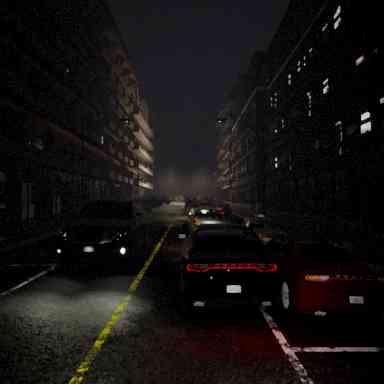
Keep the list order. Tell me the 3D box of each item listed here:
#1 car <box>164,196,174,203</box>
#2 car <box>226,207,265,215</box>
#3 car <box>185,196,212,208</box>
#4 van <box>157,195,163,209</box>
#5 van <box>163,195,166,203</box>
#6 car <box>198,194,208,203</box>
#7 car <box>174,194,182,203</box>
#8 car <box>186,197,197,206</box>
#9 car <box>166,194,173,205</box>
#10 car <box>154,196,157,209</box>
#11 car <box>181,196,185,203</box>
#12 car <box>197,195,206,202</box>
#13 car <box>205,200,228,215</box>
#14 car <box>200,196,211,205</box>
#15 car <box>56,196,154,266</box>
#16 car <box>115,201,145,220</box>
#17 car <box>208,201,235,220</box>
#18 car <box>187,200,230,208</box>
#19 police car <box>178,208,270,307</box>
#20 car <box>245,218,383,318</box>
[{"bbox_3d":[-5.449,1.774,79.368,1.947,1.339,4.313,1,0,0],"label":"car"},{"bbox_3d":[2.560,1.538,13.125,1.752,1.417,4.829,1,0,0],"label":"car"},{"bbox_3d":[0.778,1.381,24.062,2.097,1.767,4.553,0,0,0],"label":"car"},{"bbox_3d":[-5.379,1.423,46.184,1.690,1.788,3.998,2,0,0],"label":"van"},{"bbox_3d":[-5.390,1.441,51.716,1.690,1.788,3.998,1,0,0],"label":"van"},{"bbox_3d":[2.414,1.498,73.793,2.192,1.841,5.009,1,0,0],"label":"car"},{"bbox_3d":[-2.897,1.549,77.063,2.097,1.767,4.553,0,0,0],"label":"car"},{"bbox_3d":[-0.112,1.629,58.811,1.837,1.490,4.892,0,0,0],"label":"car"},{"bbox_3d":[-5.411,1.454,62.777,2.192,1.841,5.009,1,0,0],"label":"car"},{"bbox_3d":[-5.357,1.369,35.125,2.192,1.841,5.009,2,0,0],"label":"car"},{"bbox_3d":[-0.077,1.626,45.142,2.033,1.411,5.357,0,0,0],"label":"car"},{"bbox_3d":[2.389,1.675,84.856,1.967,1.590,4.097,1,0,0],"label":"car"},{"bbox_3d":[2.517,1.604,35.077,2.008,1.369,4.403,1,0,0],"label":"car"},{"bbox_3d":[2.474,1.579,62.731,1.967,1.590,4.097,1,0,0],"label":"car"},{"bbox_3d":[-2.872,1.232,11.985,2.150,2.045,5.566,0,0,0],"label":"car"},{"bbox_3d":[-5.352,1.567,29.423,1.752,1.417,4.829,2,0,0],"label":"car"},{"bbox_3d":[2.528,1.587,29.545,1.887,1.381,4.507,1,0,0],"label":"car"},{"bbox_3d":[0.790,1.475,18.281,1.801,1.575,5.366,0,0,0],"label":"car"},{"bbox_3d":[0.694,1.432,8.194,1.930,1.638,5.238,0,0,0],"label":"police car"},{"bbox_3d":[2.570,1.551,7.423,1.887,1.381,4.507,1,0,0],"label":"car"}]
